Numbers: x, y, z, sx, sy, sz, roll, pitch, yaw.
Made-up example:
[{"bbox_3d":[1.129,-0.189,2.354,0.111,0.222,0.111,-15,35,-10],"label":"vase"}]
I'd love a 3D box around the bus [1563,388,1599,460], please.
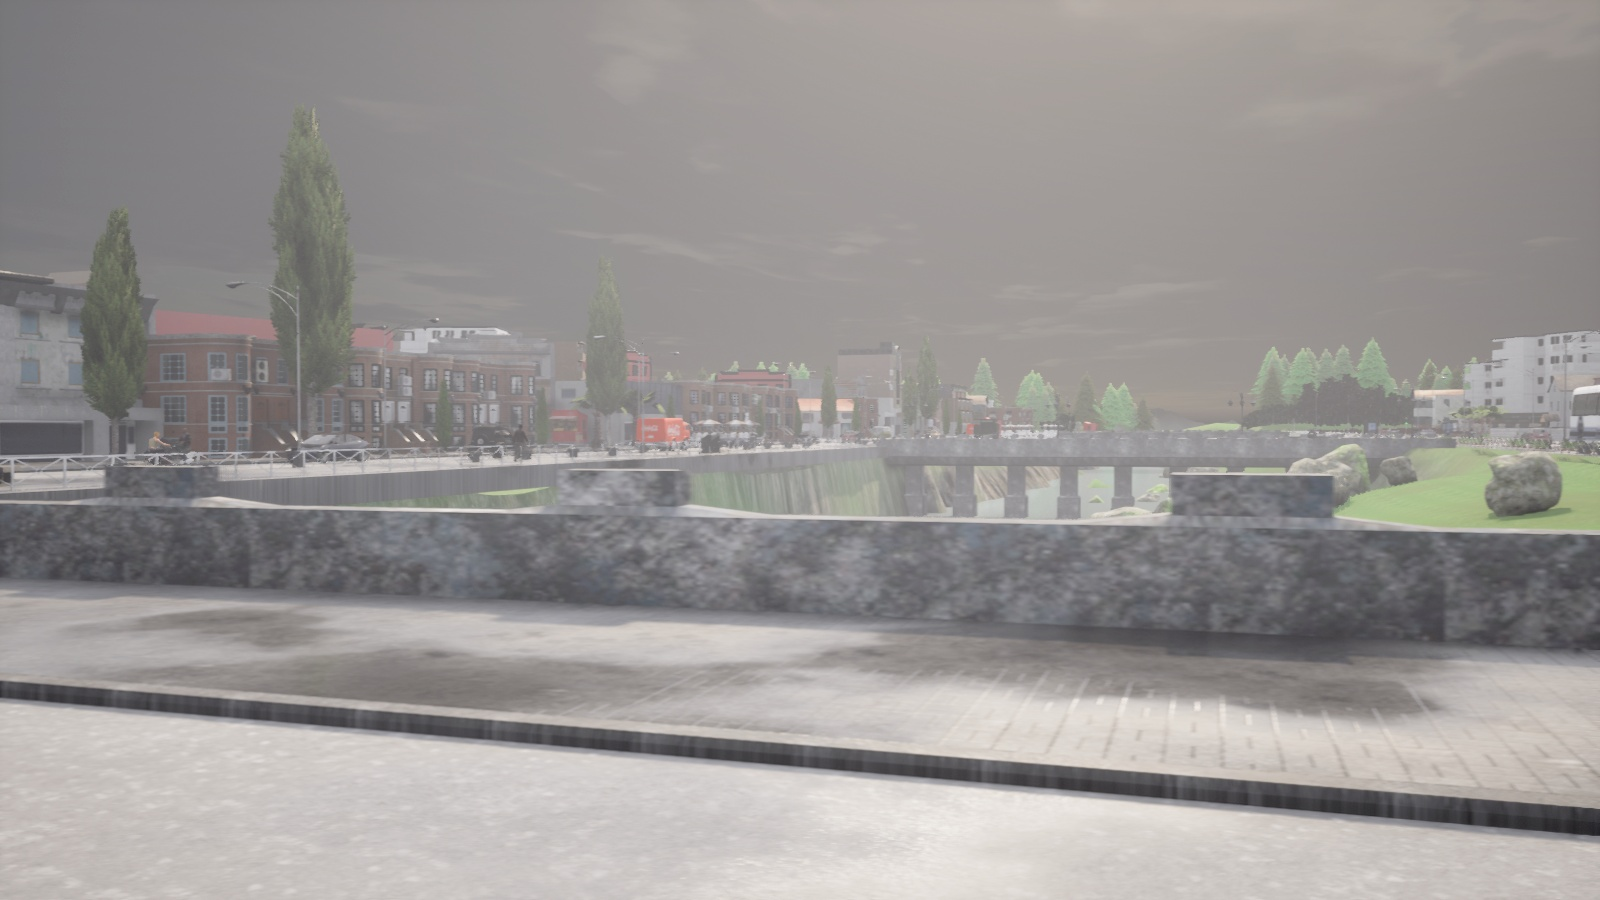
[{"bbox_3d":[50.289,-1.591,76.845,3.944,4.253,10.273,1,1,19],"label":"bus"}]

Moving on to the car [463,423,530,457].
[{"bbox_3d":[-16.960,-0.568,70.361,1.905,1.878,3.866,1,1,19],"label":"car"}]

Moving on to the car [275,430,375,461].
[{"bbox_3d":[-23.698,-0.270,62.869,2.163,1.488,4.792,1,1,19],"label":"car"}]

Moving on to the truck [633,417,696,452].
[{"bbox_3d":[-9.820,-1.164,91.595,2.627,2.467,5.204,1,1,19],"label":"truck"}]

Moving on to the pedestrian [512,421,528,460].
[{"bbox_3d":[-13.239,-0.463,59.315,0.431,1.840,0.703,1,1,21],"label":"pedestrian"}]
